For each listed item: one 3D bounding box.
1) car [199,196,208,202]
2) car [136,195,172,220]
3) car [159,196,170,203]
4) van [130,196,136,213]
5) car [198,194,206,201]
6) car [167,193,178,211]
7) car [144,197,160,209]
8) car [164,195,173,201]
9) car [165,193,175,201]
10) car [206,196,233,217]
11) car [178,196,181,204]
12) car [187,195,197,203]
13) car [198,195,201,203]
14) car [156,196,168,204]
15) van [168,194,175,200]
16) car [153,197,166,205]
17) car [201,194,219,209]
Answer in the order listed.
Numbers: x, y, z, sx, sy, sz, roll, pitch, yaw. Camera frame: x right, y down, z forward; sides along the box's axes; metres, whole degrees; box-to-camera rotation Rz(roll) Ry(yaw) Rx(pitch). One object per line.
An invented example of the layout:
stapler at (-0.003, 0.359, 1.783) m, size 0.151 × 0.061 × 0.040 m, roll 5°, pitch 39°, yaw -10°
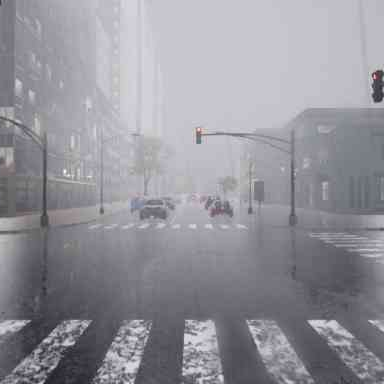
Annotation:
car at (2.633, 1.571, 76.437) m, size 1.947 × 1.339 × 4.313 m, roll 1°, pitch 0°, yaw 0°
car at (-3.125, 1.356, 28.161) m, size 2.097 × 1.767 × 4.553 m, roll 0°, pitch 0°, yaw 0°
car at (-5.742, 1.571, 70.717) m, size 1.947 × 1.339 × 4.313 m, roll 1°, pitch 0°, yaw 0°
van at (-5.707, 1.345, 36.673) m, size 1.690 × 1.788 × 3.998 m, roll 1°, pitch 0°, yaw 0°
car at (2.624, 1.446, 87.785) m, size 1.967 × 1.590 × 4.097 m, roll 1°, pitch 0°, yaw 0°
car at (-3.134, 1.357, 40.355) m, size 2.097 × 1.767 × 4.553 m, roll 0°, pitch 0°, yaw 0°
car at (-5.720, 1.530, 47.851) m, size 1.752 × 1.417 × 4.829 m, roll 1°, pitch 0°, yaw 0°
car at (-5.752, 1.556, 82.065) m, size 2.008 × 1.369 × 4.403 m, roll 1°, pitch 0°, yaw 0°
car at (-5.753, 1.321, 87.739) m, size 2.192 × 1.841 × 5.009 m, roll 1°, pitch 0°, yaw 0°
car at (2.677, 1.444, 31.045) m, size 1.967 × 1.590 × 4.097 m, roll 1°, pitch 0°, yaw 0°
car at (-3.068, 1.498, 62.985) m, size 2.128 × 1.511 × 4.902 m, roll 0°, pitch 0°, yaw 0°
car at (0.037, 1.357, 69.622) m, size 2.097 × 1.767 × 4.553 m, roll 0°, pitch 0°, yaw 0°
car at (2.648, 1.320, 65.089) m, size 2.192 × 1.841 × 5.009 m, roll 1°, pitch 0°, yaw 0°
car at (-5.737, 1.571, 65.043) m, size 1.947 × 1.339 × 4.313 m, roll 1°, pitch 0°, yaw 0°
van at (-5.758, 1.347, 93.413) m, size 1.690 × 1.788 × 3.998 m, roll 1°, pitch 0°, yaw 0°
car at (-5.732, 1.587, 59.369) m, size 1.802 × 1.307 × 4.206 m, roll 1°, pitch 0°, yaw 0°
car at (2.669, 1.320, 42.393) m, size 2.192 × 1.841 × 5.009 m, roll 1°, pitch 0°, yaw 0°
